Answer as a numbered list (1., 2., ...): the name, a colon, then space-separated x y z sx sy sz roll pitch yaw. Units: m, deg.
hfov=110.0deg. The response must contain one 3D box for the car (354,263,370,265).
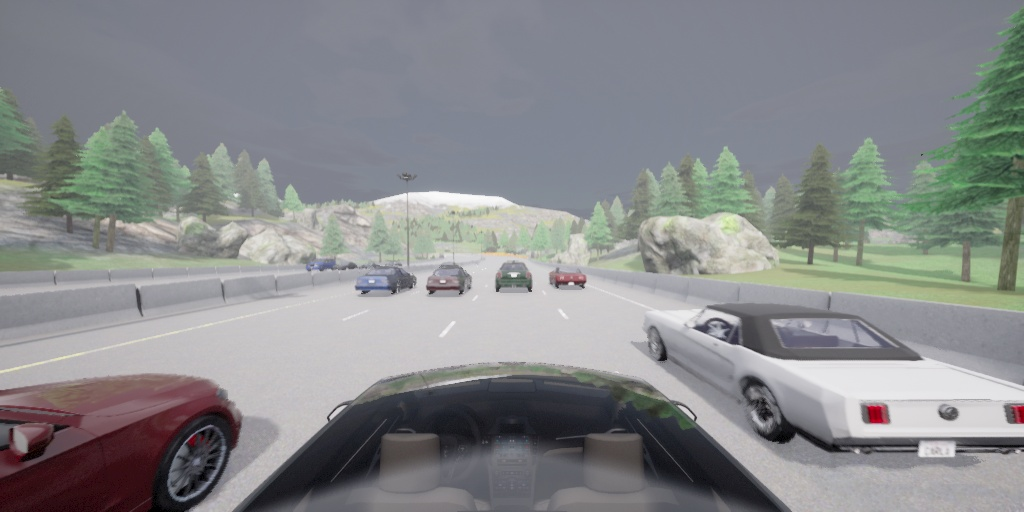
1. car: -20.984 1.672 52.854 1.994 1.385 4.181 0 -1 0

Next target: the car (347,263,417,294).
1. car: -6.894 1.314 20.123 2.033 1.411 5.357 0 0 0

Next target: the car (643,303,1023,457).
1. car: 3.601 1.343 5.253 1.895 1.301 4.718 0 0 0

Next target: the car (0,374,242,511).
1. car: -3.400 1.276 1.326 1.812 1.442 4.674 0 0 0

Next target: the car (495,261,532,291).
1. car: 0.106 1.129 22.047 2.097 1.767 4.553 0 0 0

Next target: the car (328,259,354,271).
1. car: -24.485 1.557 52.838 1.882 1.535 5.008 0 -1 0

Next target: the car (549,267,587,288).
1. car: 3.607 1.388 23.989 1.895 1.301 4.718 0 0 0

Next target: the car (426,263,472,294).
1. car: -3.394 1.314 20.075 2.033 1.411 5.357 0 0 0

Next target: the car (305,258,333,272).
1. car: -27.984 1.344 52.824 2.150 2.045 5.566 0 -1 0
